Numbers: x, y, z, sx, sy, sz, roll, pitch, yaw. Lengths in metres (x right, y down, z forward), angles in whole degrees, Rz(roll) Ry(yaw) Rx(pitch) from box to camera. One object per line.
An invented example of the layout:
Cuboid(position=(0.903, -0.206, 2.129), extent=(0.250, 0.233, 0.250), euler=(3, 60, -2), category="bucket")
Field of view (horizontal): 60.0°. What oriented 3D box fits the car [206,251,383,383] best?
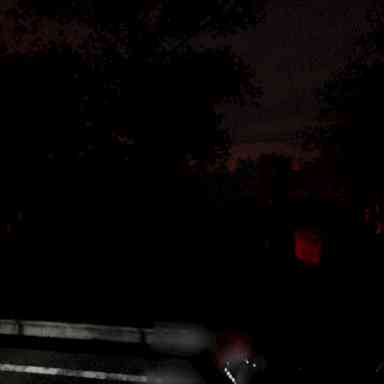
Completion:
Cuboid(position=(2.901, 1.281, 2.779), extent=(5.566, 2.045, 2.150), euler=(1, 0, 10), category="car")
